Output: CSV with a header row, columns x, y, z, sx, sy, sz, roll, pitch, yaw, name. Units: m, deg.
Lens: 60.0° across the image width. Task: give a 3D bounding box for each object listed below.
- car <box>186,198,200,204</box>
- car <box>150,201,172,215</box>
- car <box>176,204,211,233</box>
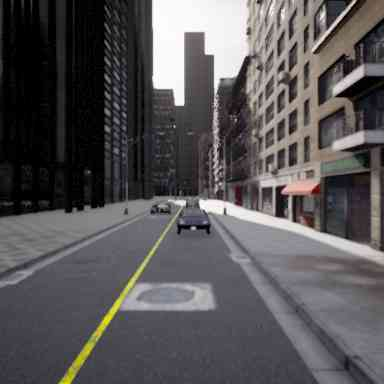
x,y,z,sx,sy,sz,roll,pitch,yaw,name
0.081,1.534,45.884,2.128,1.511,4.902,0,0,0,car
-3.104,1.599,34.031,1.994,1.385,4.181,0,0,0,car
0.092,1.630,19.775,1.895,1.301,4.718,0,0,0,car
